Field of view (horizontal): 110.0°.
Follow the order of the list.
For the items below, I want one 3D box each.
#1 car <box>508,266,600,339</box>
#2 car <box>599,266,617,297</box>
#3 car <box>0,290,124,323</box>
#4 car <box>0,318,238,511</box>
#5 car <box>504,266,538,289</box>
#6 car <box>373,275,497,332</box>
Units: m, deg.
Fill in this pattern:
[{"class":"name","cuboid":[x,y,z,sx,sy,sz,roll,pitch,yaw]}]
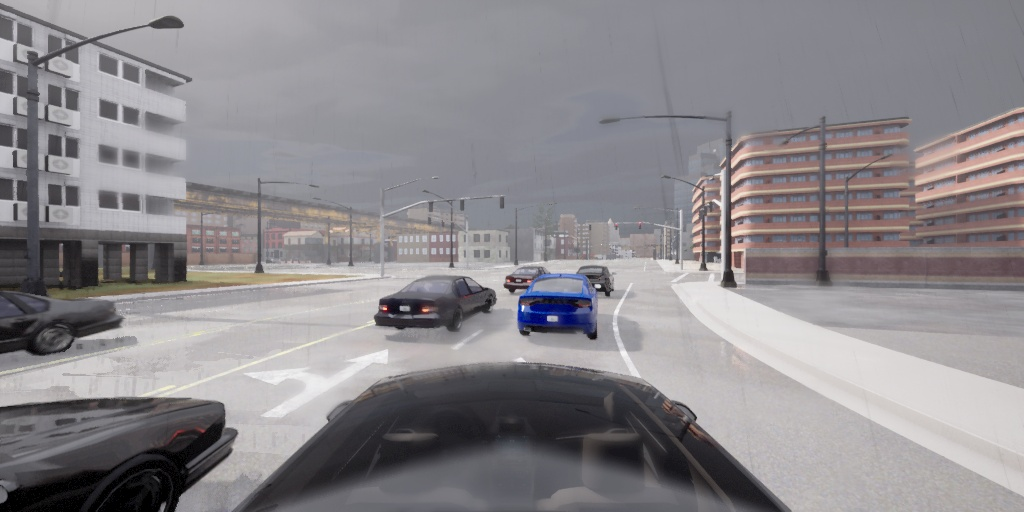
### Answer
[{"class":"car","cuboid":[1.485,1.228,10.288,1.882,1.535,5.008,0,0,14]},{"class":"car","cuboid":[4.416,1.255,19.210,1.837,1.490,4.892,0,0,19]},{"class":"car","cuboid":[-10.263,1.298,6.010,2.033,1.411,5.357,0,0,6]},{"class":"car","cuboid":[-3.269,1.297,0.613,2.033,1.411,5.357,0,0,-1]},{"class":"car","cuboid":[1.189,1.297,20.539,2.033,1.411,5.357,0,0,20]},{"class":"car","cuboid":[-1.977,1.297,10.976,2.033,1.411,5.357,0,0,13]}]
